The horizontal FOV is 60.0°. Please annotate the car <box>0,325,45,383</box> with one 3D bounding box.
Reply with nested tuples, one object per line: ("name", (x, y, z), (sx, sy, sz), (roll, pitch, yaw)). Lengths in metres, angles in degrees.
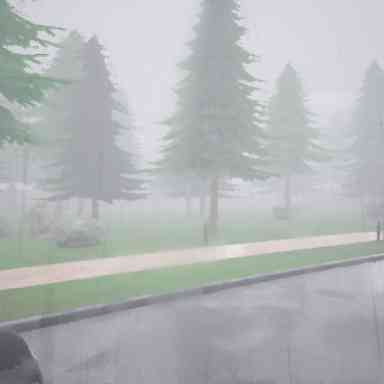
("car", (-2.993, 1.553, 1.698), (4.181, 1.385, 1.994), (0, 0, -36))
